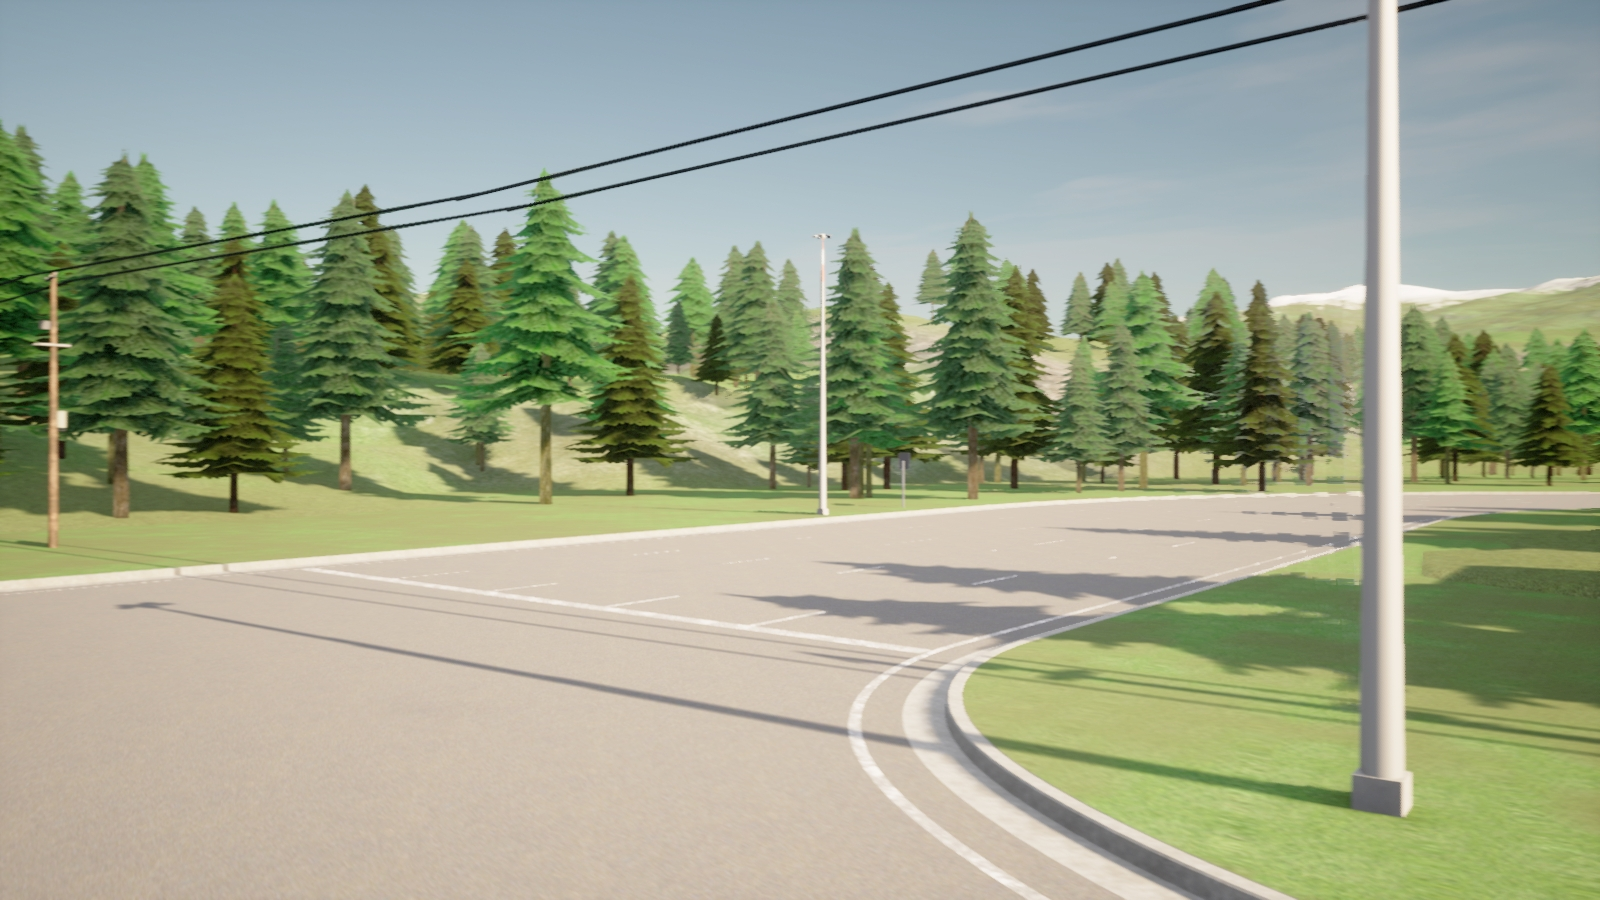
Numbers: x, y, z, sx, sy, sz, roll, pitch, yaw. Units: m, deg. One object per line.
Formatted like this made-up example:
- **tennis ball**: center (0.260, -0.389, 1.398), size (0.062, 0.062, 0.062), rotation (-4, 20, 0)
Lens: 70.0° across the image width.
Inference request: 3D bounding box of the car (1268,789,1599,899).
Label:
- **car**: center (3.417, 1.987, 1.538), size (5.238, 1.638, 2.097), rotation (0, 0, 36)
